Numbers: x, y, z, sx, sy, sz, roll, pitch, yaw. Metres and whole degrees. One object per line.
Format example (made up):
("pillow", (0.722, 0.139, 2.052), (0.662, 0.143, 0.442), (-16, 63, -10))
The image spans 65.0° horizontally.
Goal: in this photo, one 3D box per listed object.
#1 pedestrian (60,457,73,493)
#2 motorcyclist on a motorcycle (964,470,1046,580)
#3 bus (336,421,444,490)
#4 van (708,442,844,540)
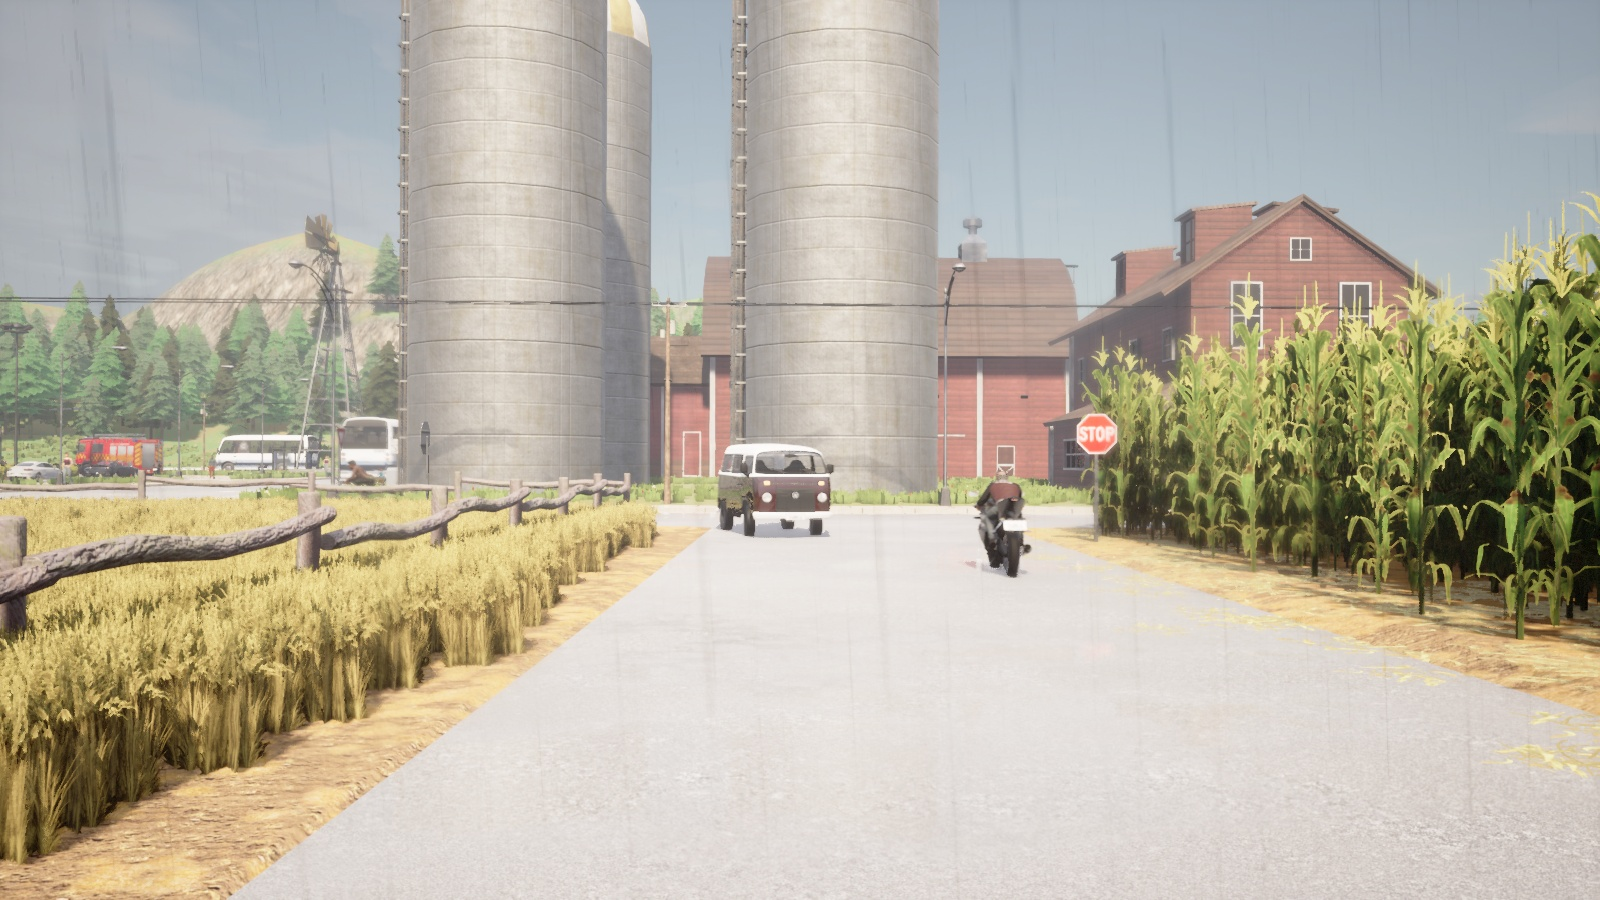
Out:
("pedestrian", (-38.148, 1.296, 65.352), (0.345, 1.836, 0.594), (0, -1, -2))
("motorcyclist on a motorcycle", (3.046, 1.080, 18.900), (0.866, 1.530, 2.191), (0, -1, 0))
("bus", (-26.663, 0.377, 82.346), (3.944, 4.253, 10.273), (0, -1, -1))
("van", (-0.643, 0.870, 28.355), (2.069, 2.038, 4.480), (0, -1, -15))
